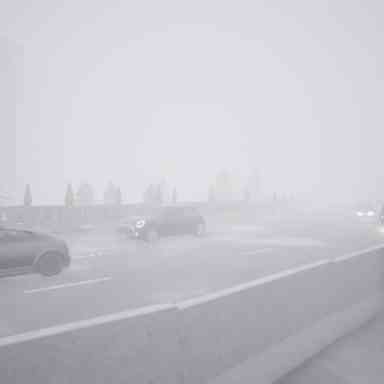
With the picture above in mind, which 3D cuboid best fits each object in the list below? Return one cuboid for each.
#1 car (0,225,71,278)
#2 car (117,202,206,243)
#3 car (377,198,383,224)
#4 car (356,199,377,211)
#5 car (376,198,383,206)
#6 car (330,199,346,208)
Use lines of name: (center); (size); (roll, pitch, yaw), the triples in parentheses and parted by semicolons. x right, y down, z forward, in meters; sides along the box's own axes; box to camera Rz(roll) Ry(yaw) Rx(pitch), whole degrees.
car: (-5.461, 1.612, 8.859); (4.181, 1.385, 1.994); (0, 0, -37)
car: (-1.445, 1.432, 16.632); (4.553, 1.767, 2.097); (0, -1, -43)
car: (15.693, 1.300, 25.027); (2.150, 2.045, 5.566); (0, 0, 36)
car: (22.715, 1.670, 43.580); (2.128, 1.511, 4.902); (-1, -1, 26)
car: (34.643, 1.766, 60.432); (1.994, 1.385, 4.181); (-1, 0, 25)
car: (22.620, 1.759, 51.481); (1.812, 1.442, 4.674); (-1, 0, 26)
